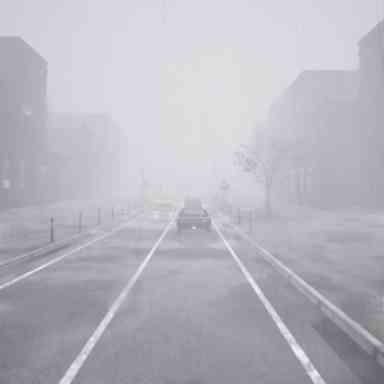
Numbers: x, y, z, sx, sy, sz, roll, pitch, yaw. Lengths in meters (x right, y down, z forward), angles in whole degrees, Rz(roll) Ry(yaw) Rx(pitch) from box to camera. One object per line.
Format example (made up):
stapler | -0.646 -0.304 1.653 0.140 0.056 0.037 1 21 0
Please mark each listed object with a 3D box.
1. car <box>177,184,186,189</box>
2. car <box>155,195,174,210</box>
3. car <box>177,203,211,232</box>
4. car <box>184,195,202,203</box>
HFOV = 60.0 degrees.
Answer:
car | -2.495 -1.240 79.970 1.882 1.535 5.008 0 2 4
car | -3.078 1.123 38.214 1.882 1.535 5.008 0 2 0
car | 0.114 1.594 20.007 1.895 1.301 4.718 0 0 0
car | 0.112 1.101 38.155 1.882 1.535 5.008 0 1 -1
